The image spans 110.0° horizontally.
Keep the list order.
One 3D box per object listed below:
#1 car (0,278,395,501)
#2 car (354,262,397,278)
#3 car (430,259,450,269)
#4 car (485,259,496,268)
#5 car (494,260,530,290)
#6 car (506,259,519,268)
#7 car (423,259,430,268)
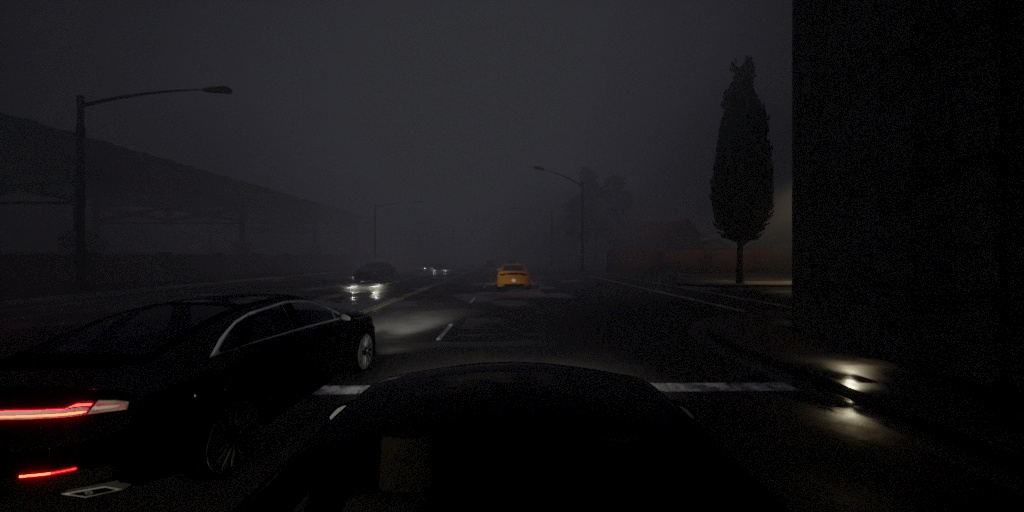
[{"bbox_3d":[-3.415,1.240,4.669,2.128,1.511,4.902,0,0,0],"label":"car"},{"bbox_3d":[-10.606,1.213,28.064,1.882,1.535,5.008,0,0,0],"label":"car"},{"bbox_3d":[-10.583,1.247,53.929,1.812,1.442,4.674,0,0,0],"label":"car"},{"bbox_3d":[-3.412,1.266,58.721,2.033,1.411,5.357,0,0,0],"label":"car"},{"bbox_3d":[0.096,1.216,22.575,1.882,1.535,5.008,0,0,0],"label":"car"},{"bbox_3d":[0.084,1.283,59.452,1.994,1.385,4.181,0,0,0],"label":"car"},{"bbox_3d":[-14.020,1.265,62.473,2.033,1.411,5.357,0,0,0],"label":"car"}]
